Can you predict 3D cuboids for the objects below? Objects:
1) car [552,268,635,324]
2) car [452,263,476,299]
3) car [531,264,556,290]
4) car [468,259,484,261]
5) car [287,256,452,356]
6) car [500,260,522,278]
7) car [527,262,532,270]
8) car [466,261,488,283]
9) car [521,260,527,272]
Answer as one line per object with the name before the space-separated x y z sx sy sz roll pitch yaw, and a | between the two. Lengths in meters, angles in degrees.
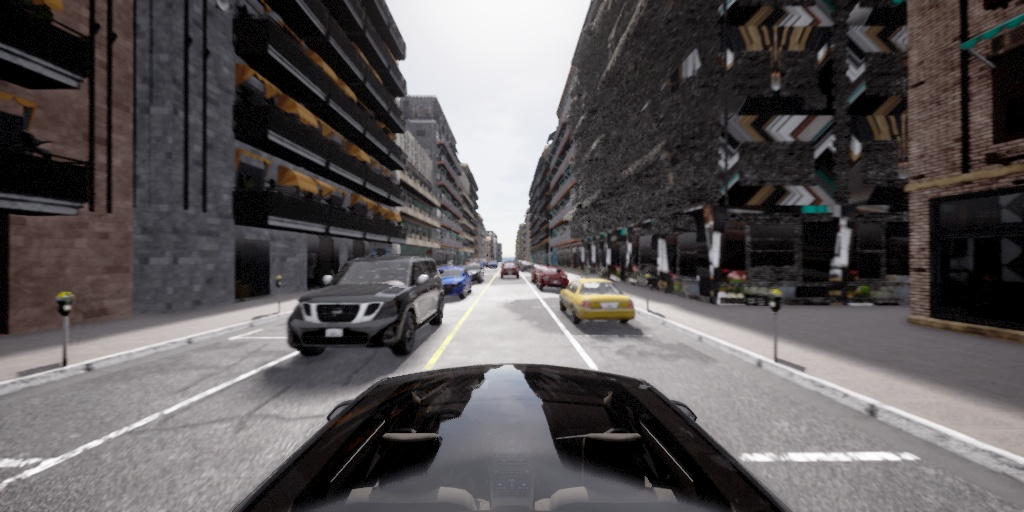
car | 2.615 1.308 11.997 1.751 1.417 4.829 0 0 -1
car | -3.240 1.318 19.095 1.882 1.535 5.008 0 0 0
car | 2.509 1.385 23.148 1.888 1.381 4.507 0 0 -1
car | -6.193 1.376 57.061 2.192 1.841 5.009 0 0 -1
car | -3.148 1.014 9.091 2.150 2.045 5.566 0 0 0
car | -0.202 1.448 36.285 1.812 1.442 4.674 0 0 -1
car | 2.456 1.416 28.809 1.888 1.381 4.507 0 0 -1
car | -3.297 1.401 29.494 1.837 1.490 4.892 0 0 0
car | 2.241 1.549 51.458 2.007 1.370 4.403 0 0 -1
